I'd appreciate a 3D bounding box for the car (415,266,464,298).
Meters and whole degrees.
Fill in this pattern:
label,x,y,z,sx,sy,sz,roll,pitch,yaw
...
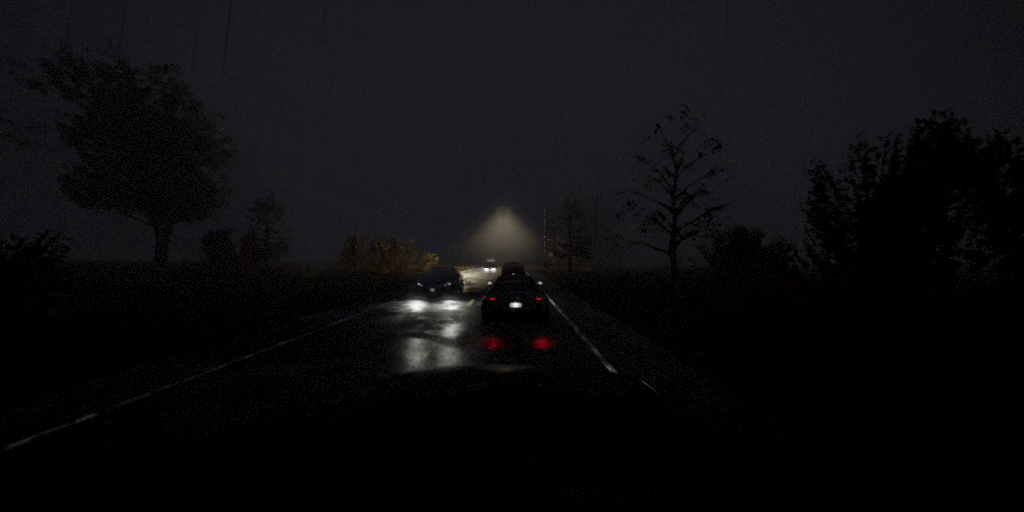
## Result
label,x,y,z,sx,sy,sz,roll,pitch,yaw
car,-3.597,1.271,18.578,1.812,1.442,4.674,0,0,0

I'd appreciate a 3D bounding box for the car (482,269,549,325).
label,x,y,z,sx,sy,sz,roll,pitch,yaw
car,0.102,1.312,11.822,1.994,1.385,4.181,0,0,0

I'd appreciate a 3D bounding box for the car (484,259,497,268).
label,x,y,z,sx,sy,sz,roll,pitch,yaw
car,-3.538,1.215,59.518,2.128,1.511,4.902,0,0,1

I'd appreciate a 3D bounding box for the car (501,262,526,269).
label,x,y,z,sx,sy,sz,roll,pitch,yaw
car,0.103,1.219,29.671,1.882,1.535,5.008,0,0,0
